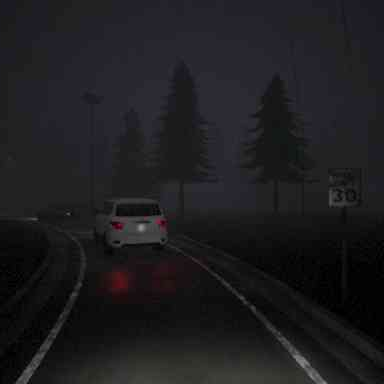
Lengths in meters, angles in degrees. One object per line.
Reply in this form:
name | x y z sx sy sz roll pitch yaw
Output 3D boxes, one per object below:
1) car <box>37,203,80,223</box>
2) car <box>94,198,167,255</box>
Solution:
car | -10.366 1.571 25.640 1.994 1.385 4.181 0 0 -43
car | -2.697 1.256 13.665 2.150 2.045 5.566 0 0 -22
